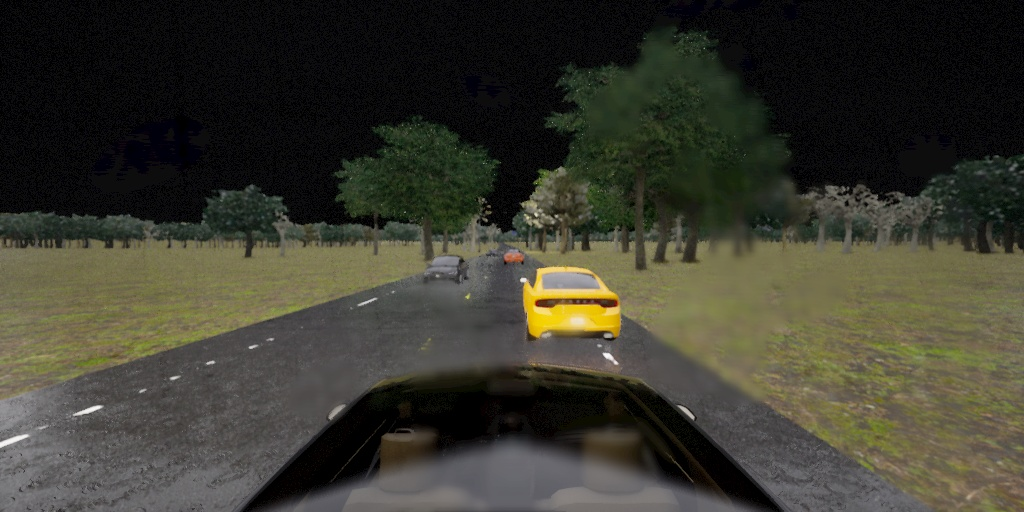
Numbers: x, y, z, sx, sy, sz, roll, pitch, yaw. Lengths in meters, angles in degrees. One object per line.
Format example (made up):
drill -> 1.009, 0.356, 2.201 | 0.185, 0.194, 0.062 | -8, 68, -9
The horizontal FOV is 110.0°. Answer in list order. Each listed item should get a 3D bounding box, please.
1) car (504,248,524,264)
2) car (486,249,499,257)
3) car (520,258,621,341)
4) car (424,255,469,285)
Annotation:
car -> 0.221, -0.049, 39.125 | 2.097, 1.767, 4.553 | 0, 2, 1
car -> -3.311, -0.554, 61.892 | 1.994, 1.385, 4.181 | 0, 2, 1
car -> 1.259, 1.002, 9.154 | 1.882, 1.535, 5.008 | 0, 2, 0
car -> -3.521, 0.701, 19.863 | 1.837, 1.490, 4.892 | 0, 2, 0
